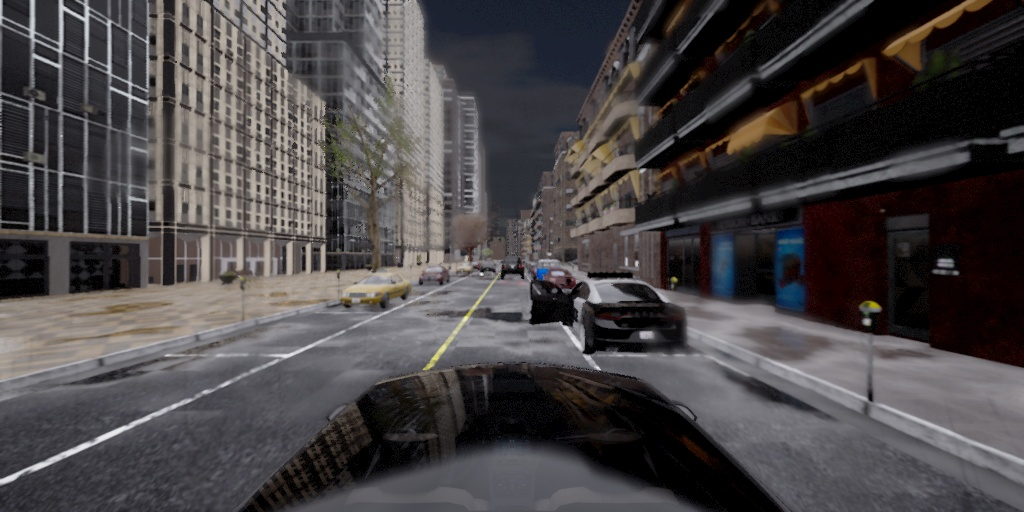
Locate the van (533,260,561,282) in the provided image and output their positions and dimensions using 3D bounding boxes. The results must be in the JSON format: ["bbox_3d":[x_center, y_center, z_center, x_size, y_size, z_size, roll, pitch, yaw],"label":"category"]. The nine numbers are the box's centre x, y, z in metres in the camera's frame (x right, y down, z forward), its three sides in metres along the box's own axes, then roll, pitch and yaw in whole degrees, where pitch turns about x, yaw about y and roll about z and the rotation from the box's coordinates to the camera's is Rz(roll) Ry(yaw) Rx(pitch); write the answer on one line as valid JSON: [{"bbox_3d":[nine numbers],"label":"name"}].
[{"bbox_3d":[2.701,1.163,26.699,1.690,1.789,3.998,0,0,0],"label":"van"}]

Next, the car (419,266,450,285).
[{"bbox_3d":[-5.679,1.405,26.704,1.802,1.307,4.207,0,0,0],"label":"car"}]

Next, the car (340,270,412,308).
[{"bbox_3d":[-5.685,1.314,15.468,1.751,1.417,4.829,0,0,0],"label":"car"}]

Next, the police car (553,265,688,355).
[{"bbox_3d":[2.369,1.194,8.883,1.930,1.638,5.238,0,0,0],"label":"police car"}]

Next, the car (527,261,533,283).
[{"bbox_3d":[2.704,1.280,32.231,1.967,1.591,4.097,0,0,0],"label":"car"}]

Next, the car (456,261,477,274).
[{"bbox_3d":[-5.670,1.401,43.131,1.751,1.417,4.829,0,0,0],"label":"car"}]

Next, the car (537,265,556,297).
[{"bbox_3d":[2.698,1.387,21.167,1.802,1.307,4.207,0,0,0],"label":"car"}]

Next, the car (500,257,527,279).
[{"bbox_3d":[0.071,1.069,34.519,2.150,2.045,5.566,0,0,0],"label":"car"}]

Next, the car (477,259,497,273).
[{"bbox_3d":[-2.983,1.395,45.896,1.837,1.490,4.892,0,-1,0],"label":"car"}]
